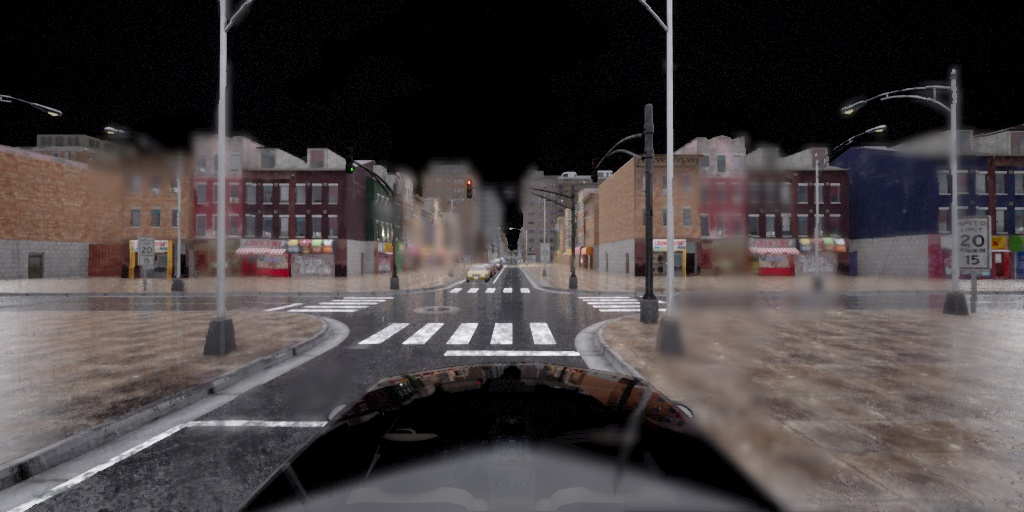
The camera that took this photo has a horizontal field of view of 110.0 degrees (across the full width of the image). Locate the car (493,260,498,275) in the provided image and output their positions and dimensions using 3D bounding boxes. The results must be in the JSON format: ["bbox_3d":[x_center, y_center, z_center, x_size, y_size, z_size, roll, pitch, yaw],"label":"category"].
[{"bbox_3d":[-2.636,1.320,34.450,1.888,1.381,4.507,0,0,0],"label":"car"}]

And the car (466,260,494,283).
[{"bbox_3d":[-2.636,1.292,28.675,1.751,1.417,4.829,0,0,0],"label":"car"}]

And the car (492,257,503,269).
[{"bbox_3d":[-2.636,1.250,51.265,1.967,1.591,4.097,0,0,0],"label":"car"}]

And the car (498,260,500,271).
[{"bbox_3d":[-2.636,1.367,40.055,1.802,1.307,4.207,0,0,0],"label":"car"}]

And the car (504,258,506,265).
[{"bbox_3d":[-2.637,1.154,62.476,2.192,1.841,5.009,0,0,0],"label":"car"}]
